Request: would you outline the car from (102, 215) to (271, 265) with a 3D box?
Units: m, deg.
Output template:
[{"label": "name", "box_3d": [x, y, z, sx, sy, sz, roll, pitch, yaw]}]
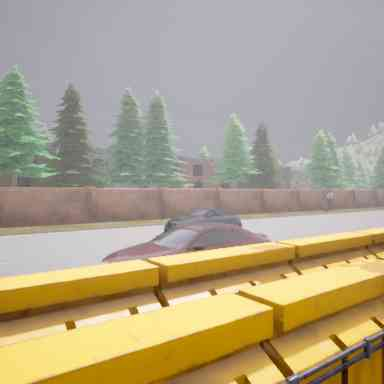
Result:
[{"label": "car", "box_3d": [0.082, 1.527, 8.334, 4.674, 1.442, 1.812, -1, 0, -35]}]

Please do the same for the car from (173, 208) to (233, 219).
[{"label": "car", "box_3d": [0.659, 1.564, 17.346, 4.181, 1.385, 1.994, 0, 0, -36]}]
